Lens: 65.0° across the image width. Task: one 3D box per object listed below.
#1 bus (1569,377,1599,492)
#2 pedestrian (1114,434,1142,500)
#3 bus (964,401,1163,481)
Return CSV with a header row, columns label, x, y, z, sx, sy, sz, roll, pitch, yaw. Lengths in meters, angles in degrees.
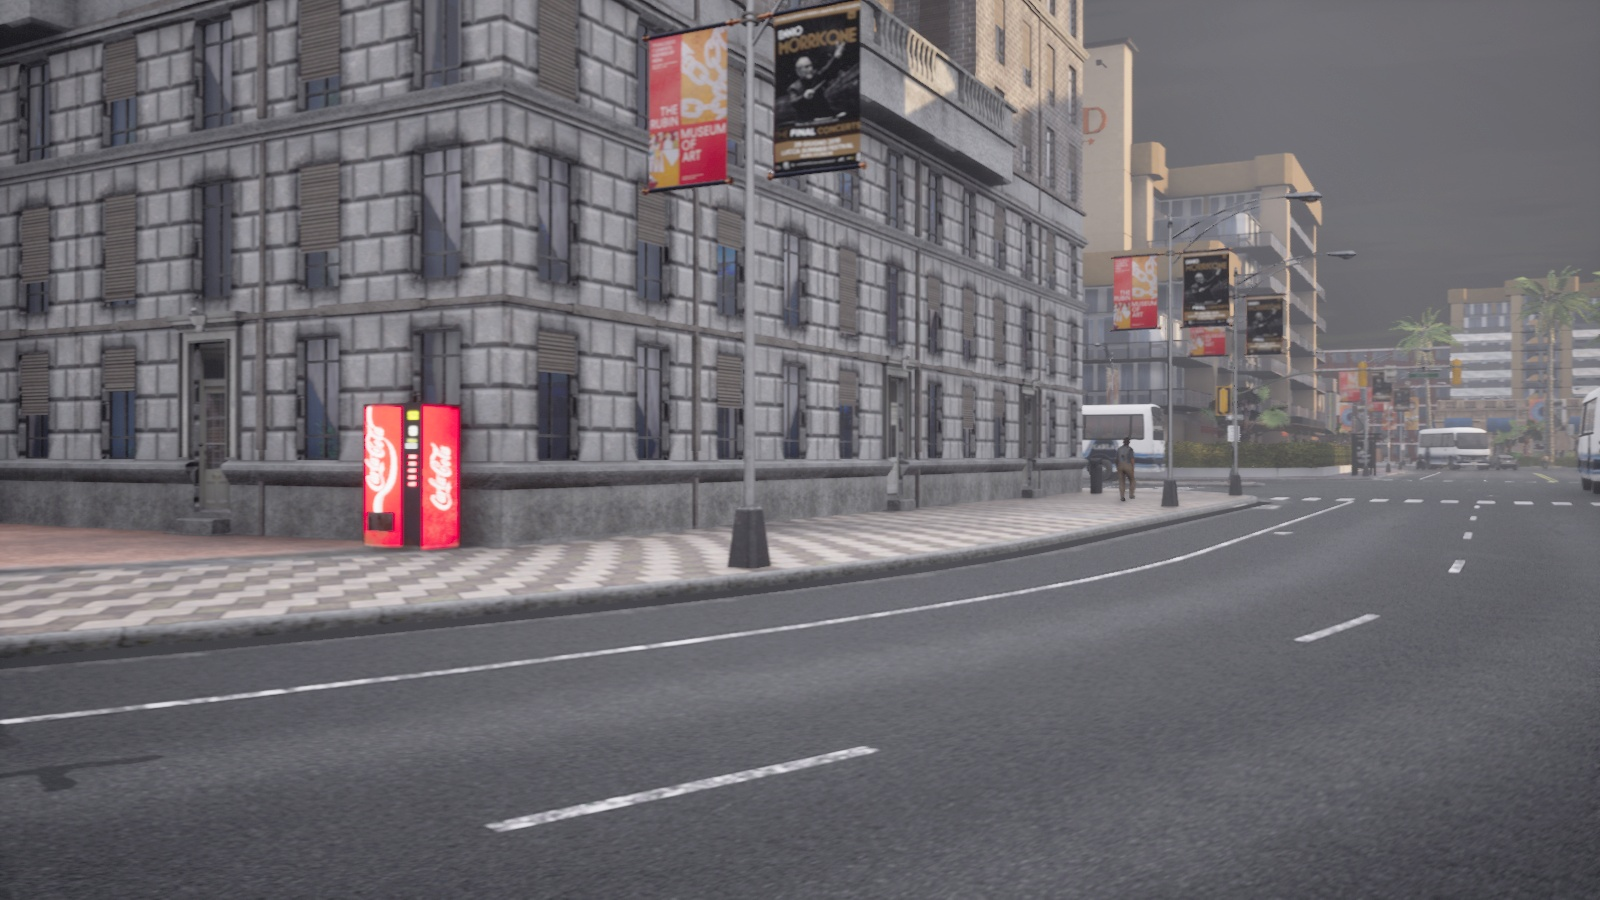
label,x,y,z,sx,sy,sz,roll,pitch,yaw
bus,33.300,-0.559,50.168,3.944,4.253,10.273,0,0,29
pedestrian,9.312,0.491,35.637,0.540,1.848,0.694,0,0,36
bus,14.850,-0.444,71.004,10.273,4.253,3.944,0,0,29
